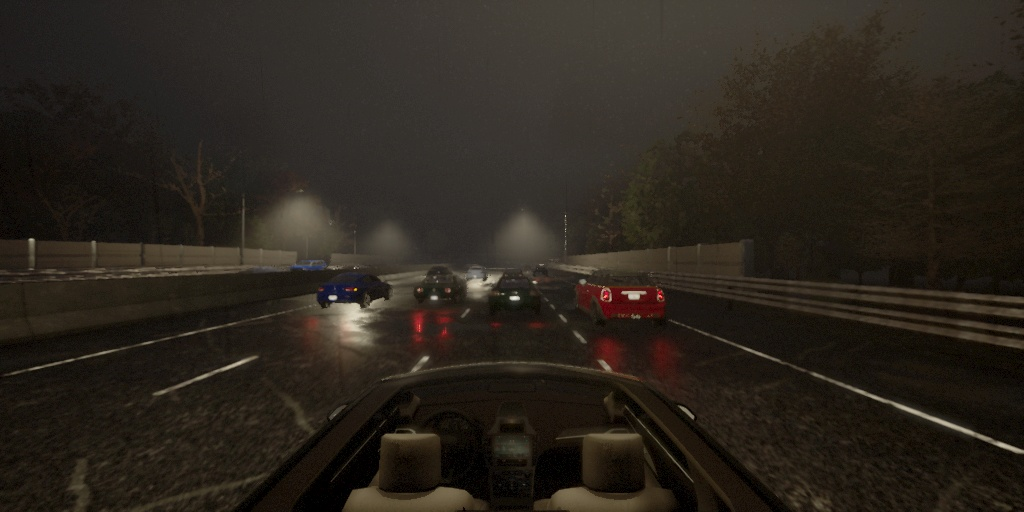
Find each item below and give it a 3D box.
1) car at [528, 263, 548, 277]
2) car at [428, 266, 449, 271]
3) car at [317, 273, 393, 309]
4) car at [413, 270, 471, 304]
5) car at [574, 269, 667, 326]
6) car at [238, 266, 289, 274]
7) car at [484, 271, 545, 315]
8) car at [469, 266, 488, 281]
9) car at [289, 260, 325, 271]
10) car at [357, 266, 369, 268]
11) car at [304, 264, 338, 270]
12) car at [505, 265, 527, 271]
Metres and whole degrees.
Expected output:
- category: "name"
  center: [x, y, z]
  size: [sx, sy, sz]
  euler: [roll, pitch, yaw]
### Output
- category: "car"
  center: [3.501, 1.828, 45.167]
  size: [2.128, 1.511, 4.902]
  euler: [0, -1, 0]
- category: "car"
  center: [-6.900, 1.699, 34.408]
  size: [1.837, 1.490, 4.892]
  euler: [0, -1, 0]
- category: "car"
  center: [-6.900, 1.469, 16.118]
  size: [1.812, 1.442, 4.674]
  euler: [0, -1, 0]
- category: "car"
  center: [-3.397, 1.569, 17.908]
  size: [1.895, 1.301, 4.718]
  euler: [0, -1, 0]
- category: "car"
  center: [3.515, 1.233, 12.469]
  size: [2.097, 1.767, 4.553]
  euler: [0, -1, 0]
- category: "car"
  center: [-28.088, 1.824, 40.374]
  size: [2.033, 1.411, 5.357]
  euler: [0, -1, 0]
- category: "car"
  center: [0.102, 1.487, 14.603]
  size: [1.994, 1.385, 4.181]
  euler: [0, -1, 0]
- category: "car"
  center: [-3.414, 1.735, 35.498]
  size: [1.812, 1.442, 4.674]
  euler: [0, -1, 0]
- category: "car"
  center: [-24.583, 1.540, 43.280]
  size: [2.150, 2.045, 5.566]
  euler: [0, -1, 0]
- category: "car"
  center: [-17.588, 1.864, 42.041]
  size: [1.994, 1.385, 4.181]
  euler: [0, -1, 0]
- category: "car"
  center: [-21.093, 1.883, 40.760]
  size: [1.895, 1.301, 4.718]
  euler: [0, -1, 0]
- category: "car"
  center: [0.102, 1.776, 32.964]
  size: [1.895, 1.301, 4.718]
  euler: [0, -1, 0]
